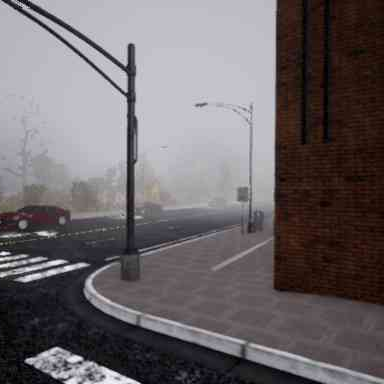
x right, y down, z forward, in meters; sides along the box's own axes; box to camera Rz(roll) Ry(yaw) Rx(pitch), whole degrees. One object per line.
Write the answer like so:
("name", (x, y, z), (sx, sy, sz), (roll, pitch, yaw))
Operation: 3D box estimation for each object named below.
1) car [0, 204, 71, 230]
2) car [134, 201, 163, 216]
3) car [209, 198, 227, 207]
("car", (-10.611, 1.586, 22.612), (1.882, 1.535, 5.008), (1, 0, 27))
("car", (-4.718, 1.662, 34.375), (1.994, 1.385, 4.181), (1, 1, 27))
("car", (4.209, 1.615, 52.668), (1.812, 1.442, 4.674), (1, 0, 25))
